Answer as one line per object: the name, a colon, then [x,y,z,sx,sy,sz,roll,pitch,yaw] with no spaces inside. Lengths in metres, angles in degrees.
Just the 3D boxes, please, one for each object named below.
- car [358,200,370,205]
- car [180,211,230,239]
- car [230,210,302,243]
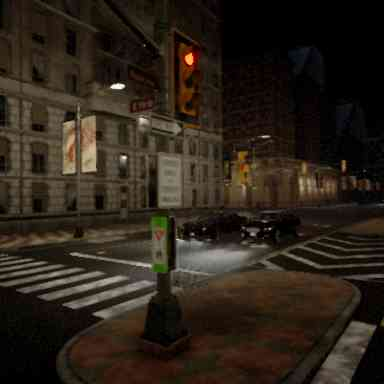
car: [40.263,2.454,77.873,1.895,1.301,4.718,-1,-1,36]
car: [1.594,1.889,20.000,2.033,1.411,5.357,-2,-1,37]
car: [4.344,1.758,17.832,2.128,1.511,4.902,-2,-1,36]
